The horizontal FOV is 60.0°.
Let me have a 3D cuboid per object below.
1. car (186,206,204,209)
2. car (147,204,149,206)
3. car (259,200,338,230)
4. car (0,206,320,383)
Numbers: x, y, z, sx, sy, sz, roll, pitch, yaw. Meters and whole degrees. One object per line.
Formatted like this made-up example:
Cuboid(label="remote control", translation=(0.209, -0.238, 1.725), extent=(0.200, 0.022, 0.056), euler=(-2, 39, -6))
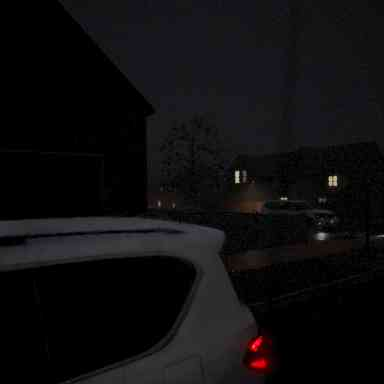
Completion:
Cuboid(label="car", translation=(0.337, 2.131, 32.484), extent=(1.812, 1.442, 4.674), euler=(-1, -1, -36))
Cuboid(label="car", translation=(-7.837, 2.341, 48.811), extent=(2.097, 1.767, 4.553), euler=(-1, -1, -35))
Cuboid(label="car", translation=(7.133, 1.550, 23.040), extent=(2.150, 2.045, 5.566), euler=(-1, -1, -36))
Cuboid(label="car", translation=(-2.050, 1.222, 1.532), extent=(5.566, 2.045, 2.150), euler=(0, 0, -35))
